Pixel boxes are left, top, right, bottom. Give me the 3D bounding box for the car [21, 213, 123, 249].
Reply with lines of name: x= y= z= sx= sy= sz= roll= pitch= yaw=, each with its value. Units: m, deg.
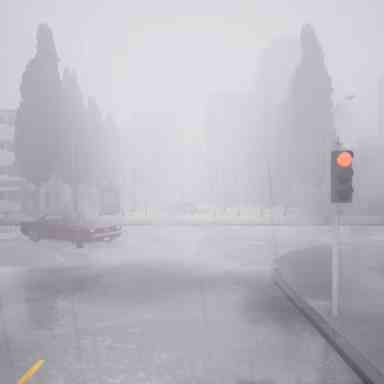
car: x=-5.355 y=1.600 z=14.738 sx=4.718 sy=1.301 sz=1.895 roll=0 pitch=0 yaw=31
